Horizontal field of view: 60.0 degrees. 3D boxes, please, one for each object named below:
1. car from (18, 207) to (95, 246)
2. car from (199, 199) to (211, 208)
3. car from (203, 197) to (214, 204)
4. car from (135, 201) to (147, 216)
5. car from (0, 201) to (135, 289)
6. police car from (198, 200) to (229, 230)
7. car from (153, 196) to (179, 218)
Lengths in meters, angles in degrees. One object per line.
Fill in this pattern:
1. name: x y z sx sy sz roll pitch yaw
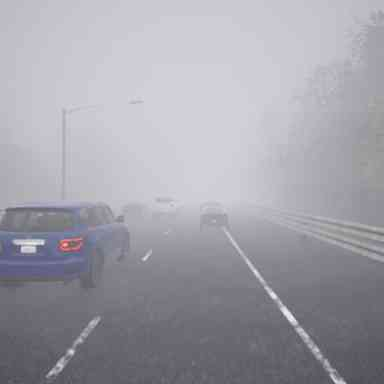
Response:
1. car: -6.652 1.614 17.025 1.837 1.490 4.892 0 0 1
2. car: 2.187 1.929 56.557 1.812 1.442 4.674 0 0 5
3. car: 3.688 1.935 73.898 2.033 1.411 5.357 0 0 6
4. car: -5.994 1.715 35.258 1.882 1.535 5.008 0 0 3
5. car: -3.303 1.282 9.488 2.150 2.045 5.566 0 0 1
6. police car: 1.435 1.576 22.504 1.930 1.638 5.238 0 0 2
7. car: -2.571 1.449 33.628 2.150 2.045 5.566 0 0 3
